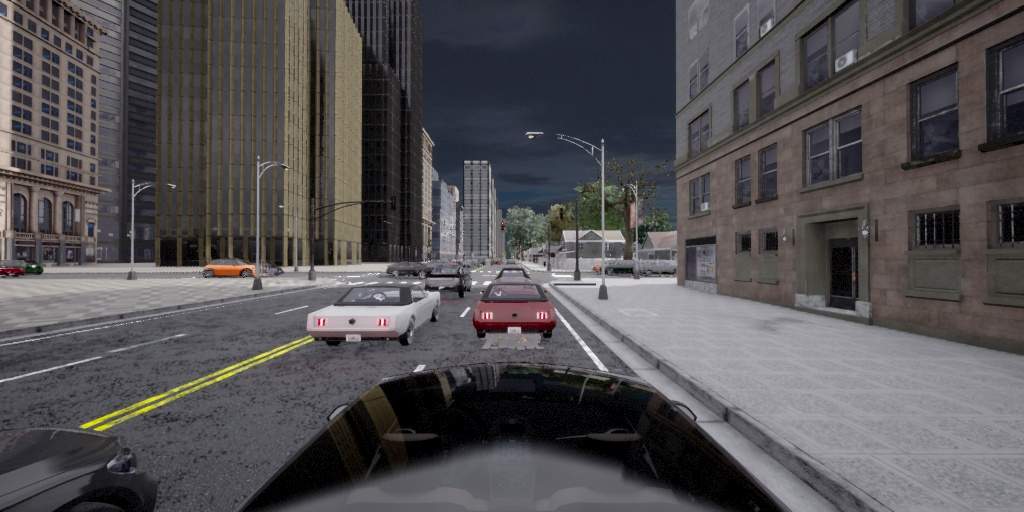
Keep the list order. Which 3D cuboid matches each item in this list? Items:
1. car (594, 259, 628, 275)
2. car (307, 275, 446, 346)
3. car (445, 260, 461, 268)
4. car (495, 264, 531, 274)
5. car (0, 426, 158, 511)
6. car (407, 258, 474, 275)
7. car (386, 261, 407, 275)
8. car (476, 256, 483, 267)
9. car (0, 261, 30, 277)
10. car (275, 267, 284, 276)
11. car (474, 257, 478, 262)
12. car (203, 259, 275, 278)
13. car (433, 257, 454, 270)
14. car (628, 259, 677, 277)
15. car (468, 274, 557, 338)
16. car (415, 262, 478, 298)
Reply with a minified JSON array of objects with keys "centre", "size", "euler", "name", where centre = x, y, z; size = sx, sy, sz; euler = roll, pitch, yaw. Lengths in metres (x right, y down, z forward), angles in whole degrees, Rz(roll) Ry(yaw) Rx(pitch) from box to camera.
[{"centre":[11.505,1.124,37.922],"size":[4.553,1.767,2.097],"euler":[0,-1,0],"name":"car"},{"centre":[-3.176,1.352,9.398],"size":[1.895,1.301,4.718],"euler":[0,0,0],"name":"car"},{"centre":[-10.003,1.317,61.194],"size":[1.994,1.385,4.181],"euler":[0,0,0],"name":"car"},{"centre":[0.049,1.316,18.875],"size":[1.994,1.385,4.181],"euler":[0,0,0],"name":"car"},{"centre":[-3.142,1.275,0.256],"size":[1.812,1.442,4.674],"euler":[0,0,0],"name":"car"},{"centre":[-6.150,1.220,31.304],"size":[5.008,1.535,1.882],"euler":[0,0,0],"name":"car"},{"centre":[-9.554,1.259,34.547],"size":[4.892,1.490,1.837],"euler":[0,0,0],"name":"car"},{"centre":[-6.739,1.258,64.525],"size":[1.837,1.490,4.892],"euler":[0,0,0],"name":"car"},{"centre":[-47.308,1.336,32.127],"size":[4.718,1.301,1.895],"euler":[0,-1,-7],"name":"car"},{"centre":[-24.161,1.304,34.100],"size":[4.181,1.385,1.994],"euler":[0,-1,-3],"name":"car"},{"centre":[-6.738,1.258,54.386],"size":[1.837,1.490,4.892],"euler":[0,0,0],"name":"car"},{"centre":[-23.639,1.059,30.873],"size":[4.553,1.767,2.097],"euler":[0,-1,-3],"name":"car"},{"centre":[-9.987,1.105,52.560],"size":[2.097,1.767,4.553],"euler":[0,0,0],"name":"car"},{"centre":[14.175,1.229,34.464],"size":[4.902,1.511,2.128],"euler":[0,-1,0],"name":"car"},{"centre":[0.058,1.351,10.118],"size":[1.895,1.301,4.718],"euler":[0,0,0],"name":"car"},{"centre":[-3.198,1.243,18.652],"size":[2.128,1.511,4.902],"euler":[0,0,0],"name":"car"}]
